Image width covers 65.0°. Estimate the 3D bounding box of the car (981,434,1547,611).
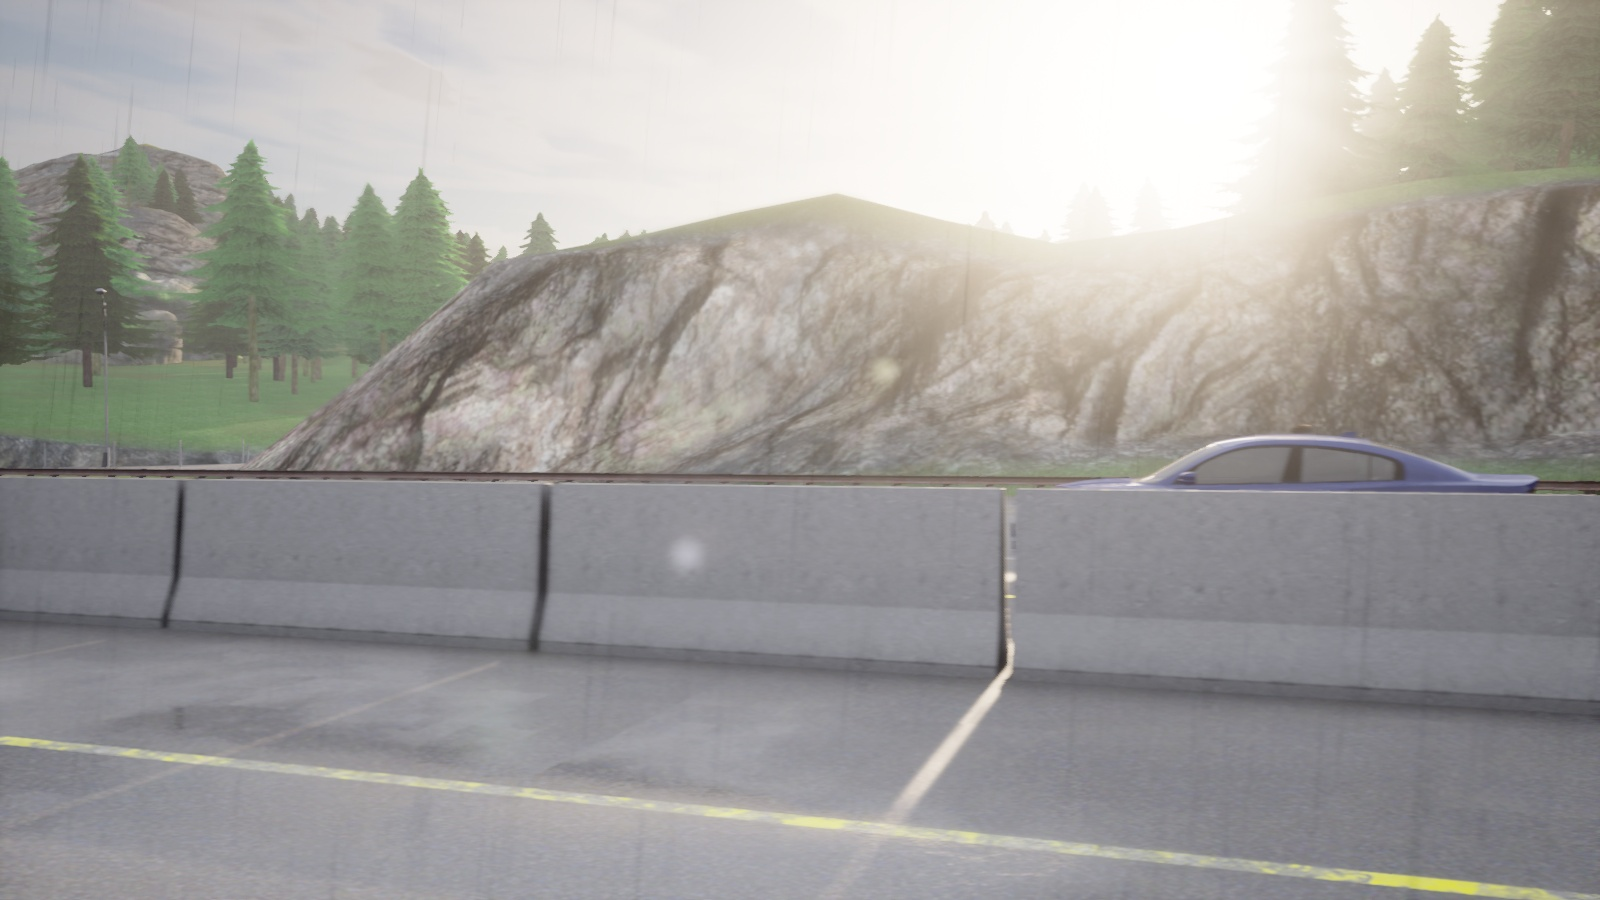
[{"bbox_3d":[4.501,0.617,12.756,5.008,1.535,1.882,1,1,19],"label":"car"}]
